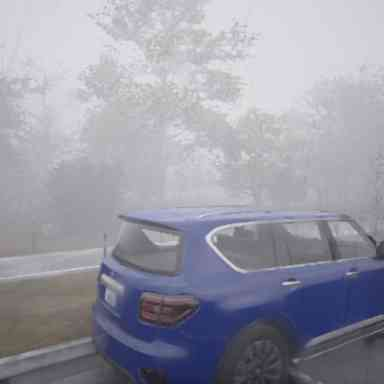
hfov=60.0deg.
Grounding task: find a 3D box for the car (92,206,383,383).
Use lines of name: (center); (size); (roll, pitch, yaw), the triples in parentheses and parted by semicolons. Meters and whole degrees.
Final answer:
car: (1.384, 1.233, 5.016); (5.566, 2.045, 2.435); (0, 0, -33)
